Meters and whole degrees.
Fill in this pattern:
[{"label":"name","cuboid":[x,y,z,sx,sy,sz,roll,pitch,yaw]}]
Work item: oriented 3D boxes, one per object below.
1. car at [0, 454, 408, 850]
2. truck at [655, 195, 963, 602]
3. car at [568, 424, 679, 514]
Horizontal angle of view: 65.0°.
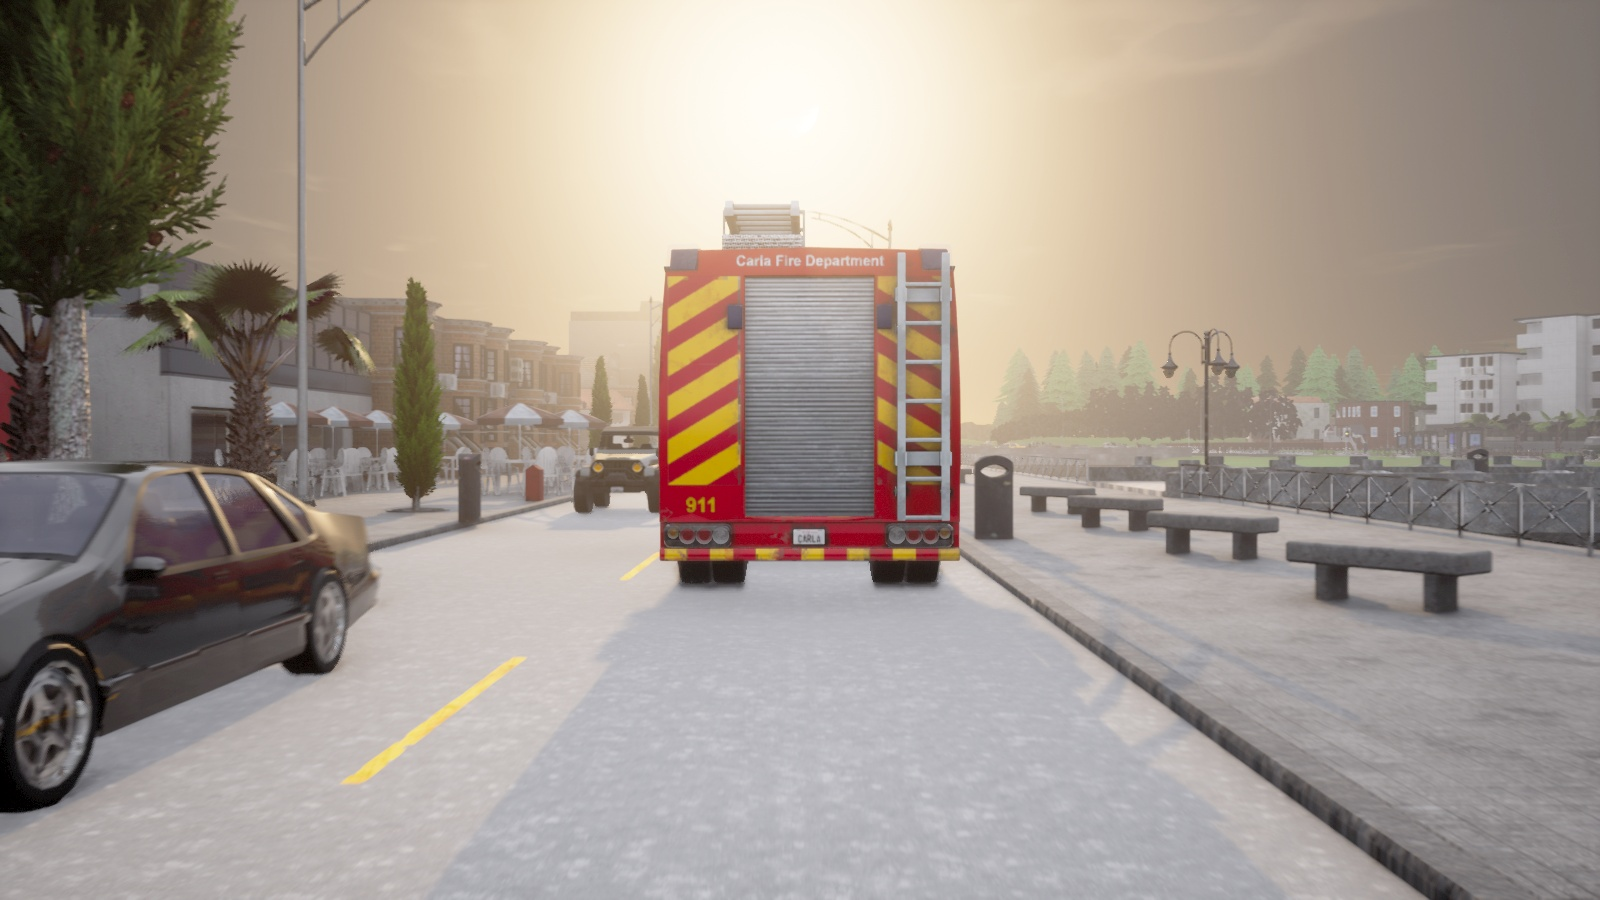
[{"label":"car","cuboid":[-3.947,0.753,6.661,2.033,1.411,5.357,0,0,0]},{"label":"truck","cuboid":[0.105,-0.509,16.053,2.891,3.827,8.468,0,0,0]},{"label":"car","cuboid":[-3.829,0.382,27.909,1.905,1.878,3.866,0,0,0]}]
